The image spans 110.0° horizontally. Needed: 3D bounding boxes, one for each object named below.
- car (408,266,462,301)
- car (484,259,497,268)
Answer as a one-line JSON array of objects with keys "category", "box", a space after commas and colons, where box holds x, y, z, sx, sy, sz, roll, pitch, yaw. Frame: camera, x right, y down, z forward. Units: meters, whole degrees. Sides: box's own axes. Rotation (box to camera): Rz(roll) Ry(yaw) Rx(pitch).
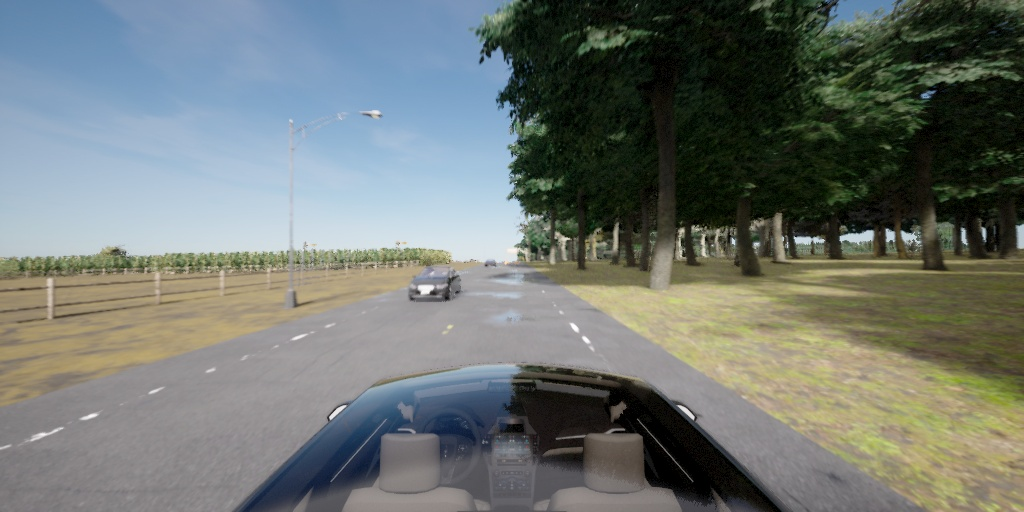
[{"category": "car", "box": [-3.590, 1.239, 17.364, 2.128, 1.511, 4.902, 0, 0, 0]}, {"category": "car", "box": [-3.503, 1.142, 58.954, 2.033, 1.411, 5.357, 0, 0, 0]}]
